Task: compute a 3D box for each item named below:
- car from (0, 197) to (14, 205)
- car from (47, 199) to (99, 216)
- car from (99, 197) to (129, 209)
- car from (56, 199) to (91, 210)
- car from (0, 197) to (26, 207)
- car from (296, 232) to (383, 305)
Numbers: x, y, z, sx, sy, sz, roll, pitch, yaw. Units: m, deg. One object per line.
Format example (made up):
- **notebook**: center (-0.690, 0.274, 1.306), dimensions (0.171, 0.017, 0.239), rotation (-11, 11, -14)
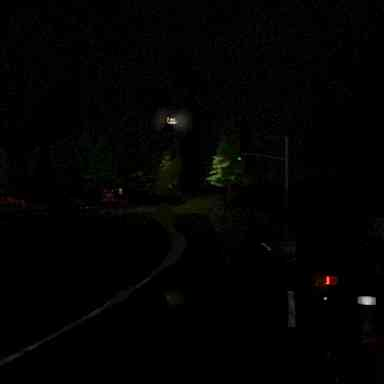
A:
- **car**: center (-34.218, 1.579, 59.772), dimensions (4.718, 1.301, 1.895), rotation (0, 0, 33)
- **car**: center (-12.109, 1.534, 33.019), dimensions (5.357, 1.411, 2.033), rotation (0, 0, 33)
- **car**: center (-10.764, 1.458, 44.646), dimensions (5.008, 1.535, 1.882), rotation (0, 0, 33)
- **car**: center (-15.582, 1.583, 43.588), dimensions (4.718, 1.301, 1.895), rotation (0, 0, 33)
- **car**: center (-24.785, 1.461, 45.360), dimensions (5.008, 1.535, 1.882), rotation (0, 0, 33)
- **car**: center (3.566, 1.596, 7.942), dimensions (1.895, 1.301, 4.718), rotation (0, 0, 14)
